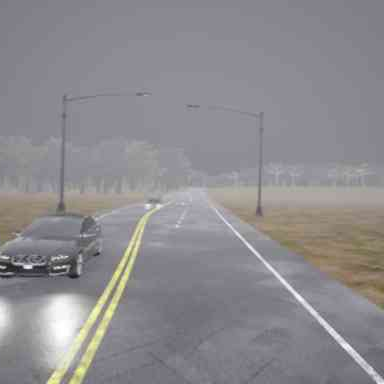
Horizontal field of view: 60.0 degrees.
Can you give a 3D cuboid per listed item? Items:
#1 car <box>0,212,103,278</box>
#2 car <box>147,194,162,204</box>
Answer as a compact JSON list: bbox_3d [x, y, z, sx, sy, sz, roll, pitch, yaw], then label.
[{"bbox_3d":[-3.837,1.397,9.787,1.837,1.490,4.892,2,0,-5],"label":"car"},{"bbox_3d":[-5.788,1.065,52.432,1.882,1.535,5.008,2,1,1],"label":"car"}]
